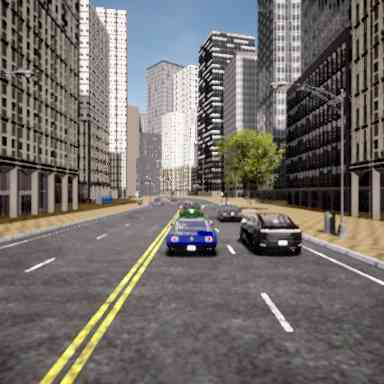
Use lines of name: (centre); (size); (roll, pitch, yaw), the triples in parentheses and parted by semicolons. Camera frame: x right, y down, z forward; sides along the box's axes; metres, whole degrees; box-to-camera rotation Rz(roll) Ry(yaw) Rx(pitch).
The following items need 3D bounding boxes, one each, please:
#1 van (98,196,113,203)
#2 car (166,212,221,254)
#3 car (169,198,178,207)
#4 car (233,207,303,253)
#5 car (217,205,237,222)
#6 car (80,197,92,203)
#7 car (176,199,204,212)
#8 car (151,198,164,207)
van: (-22.710, 1.919, 86.701); (3.998, 1.788, 1.690); (0, 0, 1)
car: (-0.008, 1.733, 14.108); (1.895, 1.301, 4.718); (0, 0, 0)
car: (-3.332, 1.900, 64.135); (2.097, 1.767, 4.553); (0, 0, 0)
car: (3.243, 1.626, 14.297); (2.128, 1.511, 4.902); (0, 0, 0)
car: (3.231, 1.813, 28.993); (2.033, 1.411, 5.357); (0, 0, 0)
car: (-28.249, 2.097, 86.743); (4.507, 1.381, 1.887); (0, 0, 1)
car: (-0.019, 1.616, 29.074); (2.097, 1.767, 4.553); (0, -1, 0)
car: (-6.574, 1.902, 64.375); (2.097, 1.767, 4.553); (0, 0, 0)
